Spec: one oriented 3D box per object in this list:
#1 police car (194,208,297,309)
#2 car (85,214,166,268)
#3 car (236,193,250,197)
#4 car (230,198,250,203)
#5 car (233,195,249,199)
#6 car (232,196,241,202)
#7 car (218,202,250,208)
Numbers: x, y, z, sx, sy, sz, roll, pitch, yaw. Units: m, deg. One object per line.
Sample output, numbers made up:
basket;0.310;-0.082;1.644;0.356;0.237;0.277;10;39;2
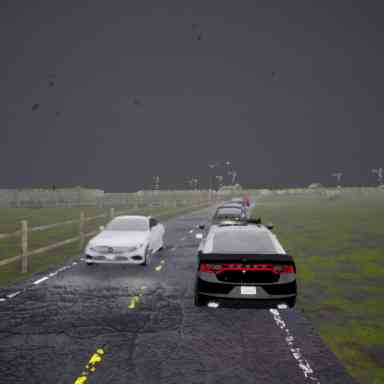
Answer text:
police car;1.097;1.423;8.080;1.930;1.638;5.238;0;0;4
car;-2.060;1.521;11.511;1.812;1.442;4.674;0;0;5
car;7.749;1.167;51.278;2.150;2.045;5.566;0;0;12
car;2.944;1.459;23.613;1.882;1.535;5.008;0;0;10
car;5.653;1.438;41.172;1.882;1.535;5.008;0;0;12
car;10.367;1.510;77.321;1.895;1.301;4.718;0;0;12
car;2.048;1.494;17.772;1.837;1.490;4.892;0;0;8
